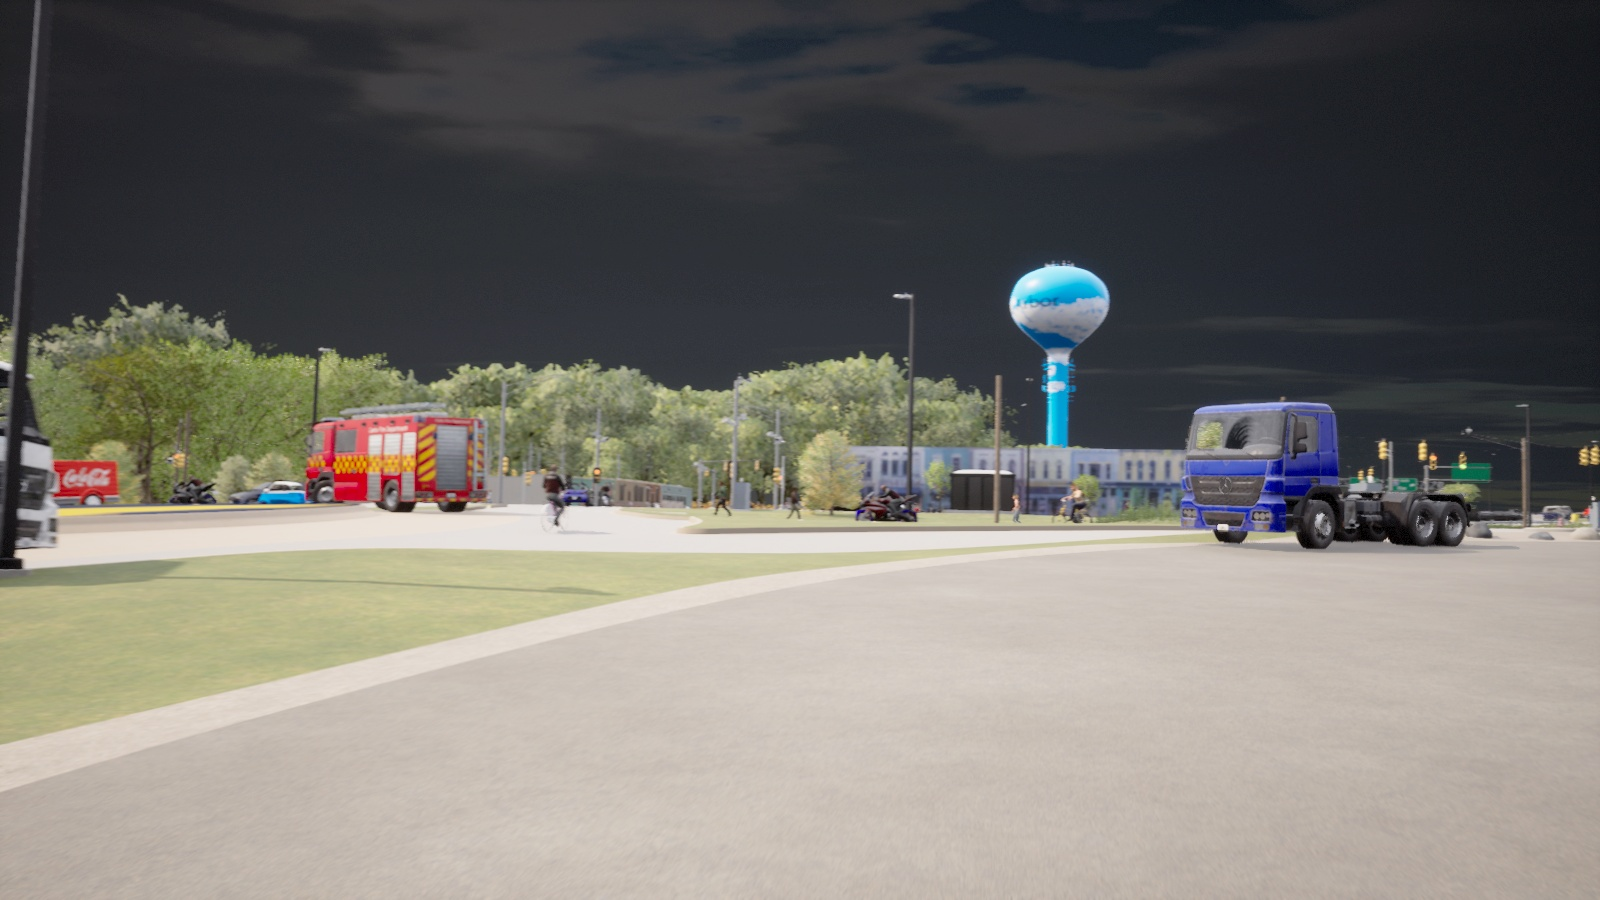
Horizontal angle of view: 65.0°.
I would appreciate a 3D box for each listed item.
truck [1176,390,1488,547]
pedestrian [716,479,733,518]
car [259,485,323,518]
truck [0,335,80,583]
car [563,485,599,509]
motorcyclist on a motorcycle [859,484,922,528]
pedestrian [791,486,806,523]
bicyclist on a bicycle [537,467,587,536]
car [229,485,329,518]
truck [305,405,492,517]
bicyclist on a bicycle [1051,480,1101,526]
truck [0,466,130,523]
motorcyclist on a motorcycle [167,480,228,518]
[{"bbox_3d":[13.171,0.503,30.891,7.936,3.462,2.891,1,-1,-30],"label":"truck"},{"bbox_3d":[-3.760,2.421,62.476,0.788,1.949,0.423,1,-4,3],"label":"pedestrian"},{"bbox_3d":[-22.821,2.323,56.347,2.207,1.376,1.481,-1,-4,14],"label":"car"},{"bbox_3d":[-15.363,0.394,18.271,7.936,3.462,2.891,-3,-5,-10],"label":"truck"},{"bbox_3d":[-13.748,2.970,79.046,1.816,1.474,4.193,1,-2,-5],"label":"car"},{"bbox_3d":[3.194,1.997,44.544,2.191,1.530,0.866,0,-4,3],"label":"motorcyclist on a motorcycle"},{"bbox_3d":[-0.071,2.749,63.579,0.703,1.840,0.431,1,-4,1],"label":"pedestrian"},{"bbox_3d":[-6.248,1.338,33.104,0.659,1.776,1.843,-1,-1,11],"label":"bicyclist on a bicycle"},{"bbox_3d":[-25.711,2.506,62.038,4.193,1.474,1.816,0,-1,-44],"label":"car"},{"bbox_3d":[-15.104,0.513,46.795,8.468,3.827,2.891,-2,-3,43],"label":"truck"},{"bbox_3d":[9.837,1.906,44.806,1.509,1.612,0.866,0,-4,-7],"label":"bicyclist on a bicycle"},{"bbox_3d":[-34.602,2.045,58.640,2.627,2.467,5.204,-3,-2,27],"label":"truck"},{"bbox_3d":[-24.991,2.041,52.114,2.191,1.530,0.866,-2,-4,12],"label":"motorcyclist on a motorcycle"}]
